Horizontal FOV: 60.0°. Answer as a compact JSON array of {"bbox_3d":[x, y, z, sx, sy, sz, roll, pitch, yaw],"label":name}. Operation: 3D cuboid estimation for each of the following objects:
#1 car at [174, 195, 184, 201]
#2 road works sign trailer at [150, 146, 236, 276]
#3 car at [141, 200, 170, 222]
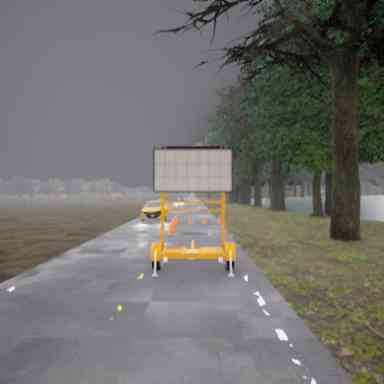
[{"bbox_3d":[-2.552,1.415,66.356,2.128,1.511,4.902,0,0,1],"label":"car"},{"bbox_3d":[0.033,0.414,10.116,2.380,3.560,2.880,0,0,0],"label":"road works sign trailer"},{"bbox_3d":[-2.765,1.382,25.832,1.882,1.535,5.008,0,0,0],"label":"car"}]
